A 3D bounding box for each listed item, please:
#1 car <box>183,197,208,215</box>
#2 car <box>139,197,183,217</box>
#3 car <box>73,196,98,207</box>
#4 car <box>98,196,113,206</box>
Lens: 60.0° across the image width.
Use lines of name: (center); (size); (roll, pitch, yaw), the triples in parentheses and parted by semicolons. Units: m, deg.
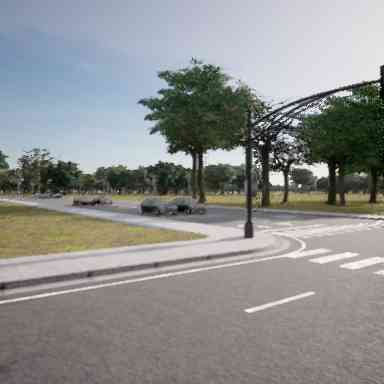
car: (-0.443, 1.334, 33.430); (2.097, 1.767, 4.553); (0, 0, -36)
car: (-3.217, 1.325, 31.719); (2.097, 1.767, 4.553); (0, 0, -36)
car: (-16.292, 1.387, 49.771); (1.882, 1.535, 5.008); (0, 0, -36)
car: (-14.011, 1.409, 52.168); (2.128, 1.511, 4.902); (0, 0, -36)
